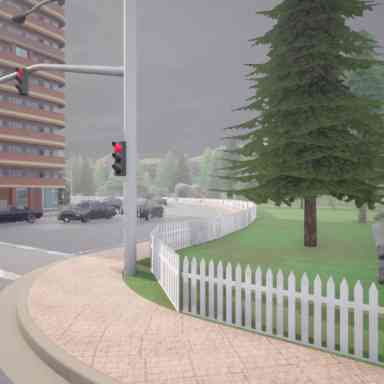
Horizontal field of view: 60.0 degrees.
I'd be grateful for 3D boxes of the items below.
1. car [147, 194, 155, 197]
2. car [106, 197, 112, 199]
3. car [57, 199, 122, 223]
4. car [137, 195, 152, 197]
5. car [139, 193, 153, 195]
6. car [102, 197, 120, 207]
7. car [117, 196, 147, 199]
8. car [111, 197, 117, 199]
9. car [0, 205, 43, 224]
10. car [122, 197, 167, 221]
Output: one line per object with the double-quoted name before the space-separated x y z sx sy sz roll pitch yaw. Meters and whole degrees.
"car" -5.578 1.492 53.475 2.033 1.411 5.357 0 0 -23
"car" -9.853 1.492 31.812 2.033 1.411 5.357 0 0 8
"car" -7.768 1.492 25.260 2.033 1.411 5.357 0 0 17
"car" -6.897 1.470 44.895 1.812 1.442 4.674 0 0 -13
"car" -9.557 1.166 66.407 2.150 2.045 5.566 0 0 -40
"car" -12.621 1.508 51.542 1.994 1.385 4.181 0 0 -24
"car" -6.140 1.470 34.704 1.812 1.442 4.674 0 0 3
"car" -9.767 1.492 41.886 2.033 1.411 5.357 0 0 -7
"car" -12.653 1.545 22.578 1.895 1.301 4.718 0 0 23
"car" -3.677 1.449 26.471 1.837 1.490 4.892 1 0 15
